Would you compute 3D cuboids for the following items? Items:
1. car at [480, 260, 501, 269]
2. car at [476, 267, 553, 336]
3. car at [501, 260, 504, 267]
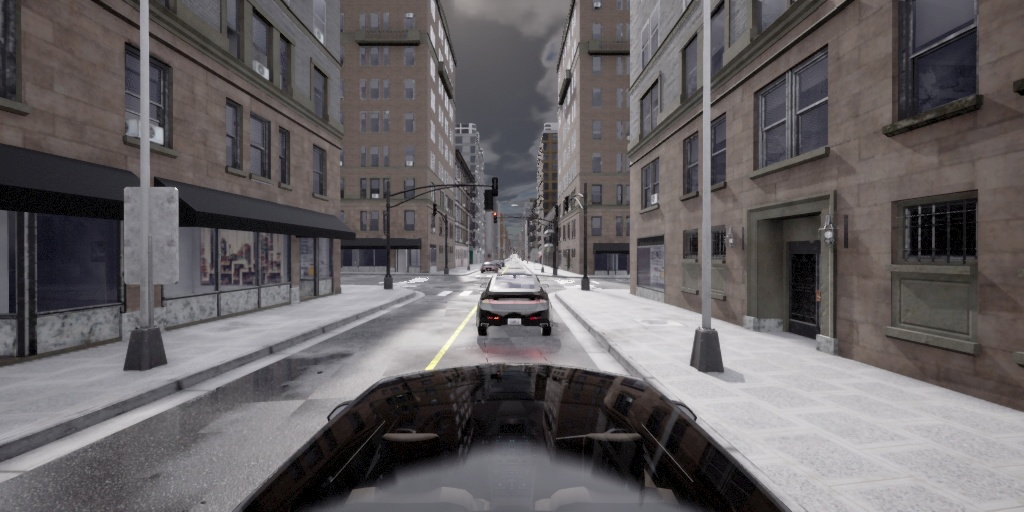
[{"bbox_3d":[-2.713,1.372,44.035,1.994,1.385,4.181,0,0,1],"label":"car"},{"bbox_3d":[0.076,1.243,10.380,2.128,1.511,4.902,0,0,1],"label":"car"},{"bbox_3d":[-2.594,1.341,56.289,1.837,1.490,4.892,0,-1,1],"label":"car"}]
